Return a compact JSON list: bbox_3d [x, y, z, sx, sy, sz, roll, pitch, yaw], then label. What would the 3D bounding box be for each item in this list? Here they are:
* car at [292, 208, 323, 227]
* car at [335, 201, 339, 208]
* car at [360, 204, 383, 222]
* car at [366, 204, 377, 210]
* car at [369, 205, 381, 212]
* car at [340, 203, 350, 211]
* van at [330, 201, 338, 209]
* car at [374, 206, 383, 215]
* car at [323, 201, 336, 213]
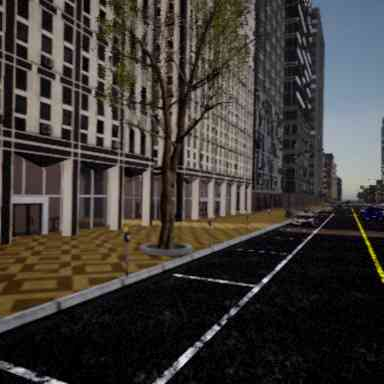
[{"bbox_3d":[9.607,2.154,28.117,2.008,1.369,4.403,0,-1,25],"label":"car"},{"bbox_3d":[31.163,3.031,74.079,2.192,1.841,5.009,1,-1,25],"label":"car"},{"bbox_3d":[20.193,2.459,37.137,1.882,1.535,5.008,1,-1,26],"label":"car"},{"bbox_3d":[43.545,3.655,80.751,2.008,1.369,4.403,0,-1,25],"label":"car"},{"bbox_3d":[38.755,3.410,70.535,2.008,1.369,4.403,0,-1,25],"label":"car"},{"bbox_3d":[33.653,3.256,73.036,2.128,1.511,4.902,1,-1,25],"label":"car"},{"bbox_3d":[35.952,3.302,84.291,1.690,1.788,3.998,1,-1,25],"label":"van"},{"bbox_3d":[31.569,3.042,55.212,2.008,1.369,4.403,0,-1,25],"label":"car"},{"bbox_3d":[23.904,2.870,58.603,1.752,1.417,4.829,0,-1,25],"label":"car"}]
